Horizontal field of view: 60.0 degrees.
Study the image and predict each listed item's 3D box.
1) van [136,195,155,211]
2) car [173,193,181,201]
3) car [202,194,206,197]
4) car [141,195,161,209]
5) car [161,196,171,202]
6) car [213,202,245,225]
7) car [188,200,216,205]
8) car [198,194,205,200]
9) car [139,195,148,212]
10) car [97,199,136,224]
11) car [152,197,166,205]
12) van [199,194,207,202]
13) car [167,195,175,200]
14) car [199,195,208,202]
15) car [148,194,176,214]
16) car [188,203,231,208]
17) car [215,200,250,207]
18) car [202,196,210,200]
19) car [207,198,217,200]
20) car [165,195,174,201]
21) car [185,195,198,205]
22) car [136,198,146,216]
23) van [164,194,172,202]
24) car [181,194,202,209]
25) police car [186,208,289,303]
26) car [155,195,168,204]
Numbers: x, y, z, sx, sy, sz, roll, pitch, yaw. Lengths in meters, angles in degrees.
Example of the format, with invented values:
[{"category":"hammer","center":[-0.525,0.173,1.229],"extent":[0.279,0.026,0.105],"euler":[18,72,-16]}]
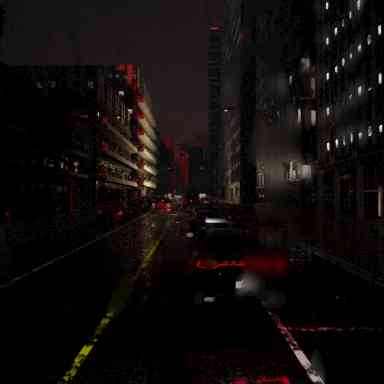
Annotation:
[{"category":"van","center":[-5.741,1.352,41.490],"extent":[1.690,1.788,3.998],"euler":[1,0,0]},{"category":"car","center":[-3.124,1.505,73.731],"extent":[2.128,1.511,4.902],"euler":[0,0,0]},{"category":"car","center":[2.616,1.537,52.847],"extent":[1.752,1.417,4.829],"euler":[1,0,0]},{"category":"car","center":[-5.751,1.327,47.036],"extent":[2.192,1.841,5.009],"euler":[1,0,0]},{"category":"car","center":[-5.811,1.539,74.599],"extent":[1.752,1.417,4.829],"euler":[1,0,0]},{"category":"car","center":[2.662,1.553,24.937],"extent":[1.887,1.381,4.507],"euler":[1,0,0]},{"category":"car","center":[0.807,1.535,24.315],"extent":[1.812,1.442,4.674],"euler":[0,0,0]},{"category":"car","center":[2.553,1.452,91.513],"extent":[1.967,1.590,4.097],"euler":[1,0,0]},{"category":"car","center":[-5.734,1.450,35.943],"extent":[1.967,1.590,4.097],"euler":[1,0,0]},{"category":"car","center":[-5.716,1.449,24.848],"extent":[1.967,1.590,4.097],"euler":[1,0,0]},{"category":"car","center":[-5.773,1.564,58.129],"extent":[2.008,1.369,4.403],"euler":[1,0,0]},{"category":"van","center":[2.573,1.355,80.417],"extent":[1.690,1.788,3.998],"euler":[1,0,0]},{"category":"car","center":[-5.797,1.594,91.409],"extent":[1.802,1.307,4.206],"euler":[1,0,0]},{"category":"car","center":[2.580,1.454,74.869],"extent":[1.967,1.590,4.097],"euler":[1,0,0]},{"category":"car","center":[-3.160,1.362,35.607],"extent":[2.097,1.767,4.553],"euler":[0,0,0]},{"category":"car","center":[0.849,1.533,18.317],"extent":[1.812,1.442,4.674],"euler":[0,0,0]},{"category":"car","center":[2.673,1.447,19.389],"extent":[1.967,1.590,4.097],"euler":[1,0,0]},{"category":"car","center":[2.634,1.562,41.581],"extent":[2.008,1.369,4.403],"euler":[1,0,0]},{"category":"car","center":[2.653,1.554,30.486],"extent":[1.887,1.381,4.507],"euler":[1,0,0]},{"category":"car","center":[-5.787,1.538,85.693],"extent":[1.752,1.417,4.829],"euler":[1,0,0]},{"category":"car","center":[-0.099,1.365,58.893],"extent":[2.097,1.767,4.553],"euler":[0,0,0]},{"category":"car","center":[-5.727,1.554,30.396],"extent":[1.887,1.381,4.507],"euler":[1,0,0]},{"category":"van","center":[-5.781,1.355,80.316],"extent":[1.690,1.788,3.998],"euler":[1,0,0]},{"category":"car","center":[-0.064,1.233,45.515],"extent":[2.150,2.045,5.566],"euler":[0,0,0]},{"category":"police car","center":[0.885,1.428,8.425],"extent":[1.930,1.638,5.238],"euler":[0,0,0]},{"category":"car","center":[-5.781,1.454,63.676],"extent":[1.967,1.590,4.097],"euler":[1,0,0]}]
